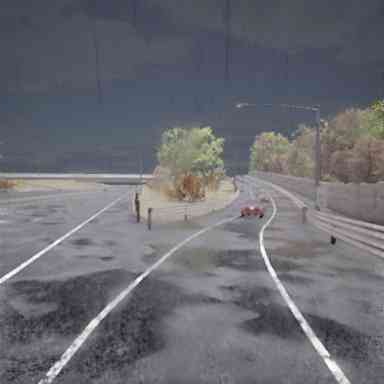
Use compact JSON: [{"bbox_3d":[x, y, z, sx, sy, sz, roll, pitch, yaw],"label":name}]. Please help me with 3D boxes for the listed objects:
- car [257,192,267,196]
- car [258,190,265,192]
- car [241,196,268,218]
[{"bbox_3d":[12.185,1.144,57.402,1.895,1.301,4.718,1,3,11],"label":"car"},{"bbox_3d":[14.073,0.349,67.280,2.128,1.511,4.902,1,4,9],"label":"car"},{"bbox_3d":[6.221,1.583,33.328,2.097,1.767,4.553,1,0,16],"label":"car"}]
